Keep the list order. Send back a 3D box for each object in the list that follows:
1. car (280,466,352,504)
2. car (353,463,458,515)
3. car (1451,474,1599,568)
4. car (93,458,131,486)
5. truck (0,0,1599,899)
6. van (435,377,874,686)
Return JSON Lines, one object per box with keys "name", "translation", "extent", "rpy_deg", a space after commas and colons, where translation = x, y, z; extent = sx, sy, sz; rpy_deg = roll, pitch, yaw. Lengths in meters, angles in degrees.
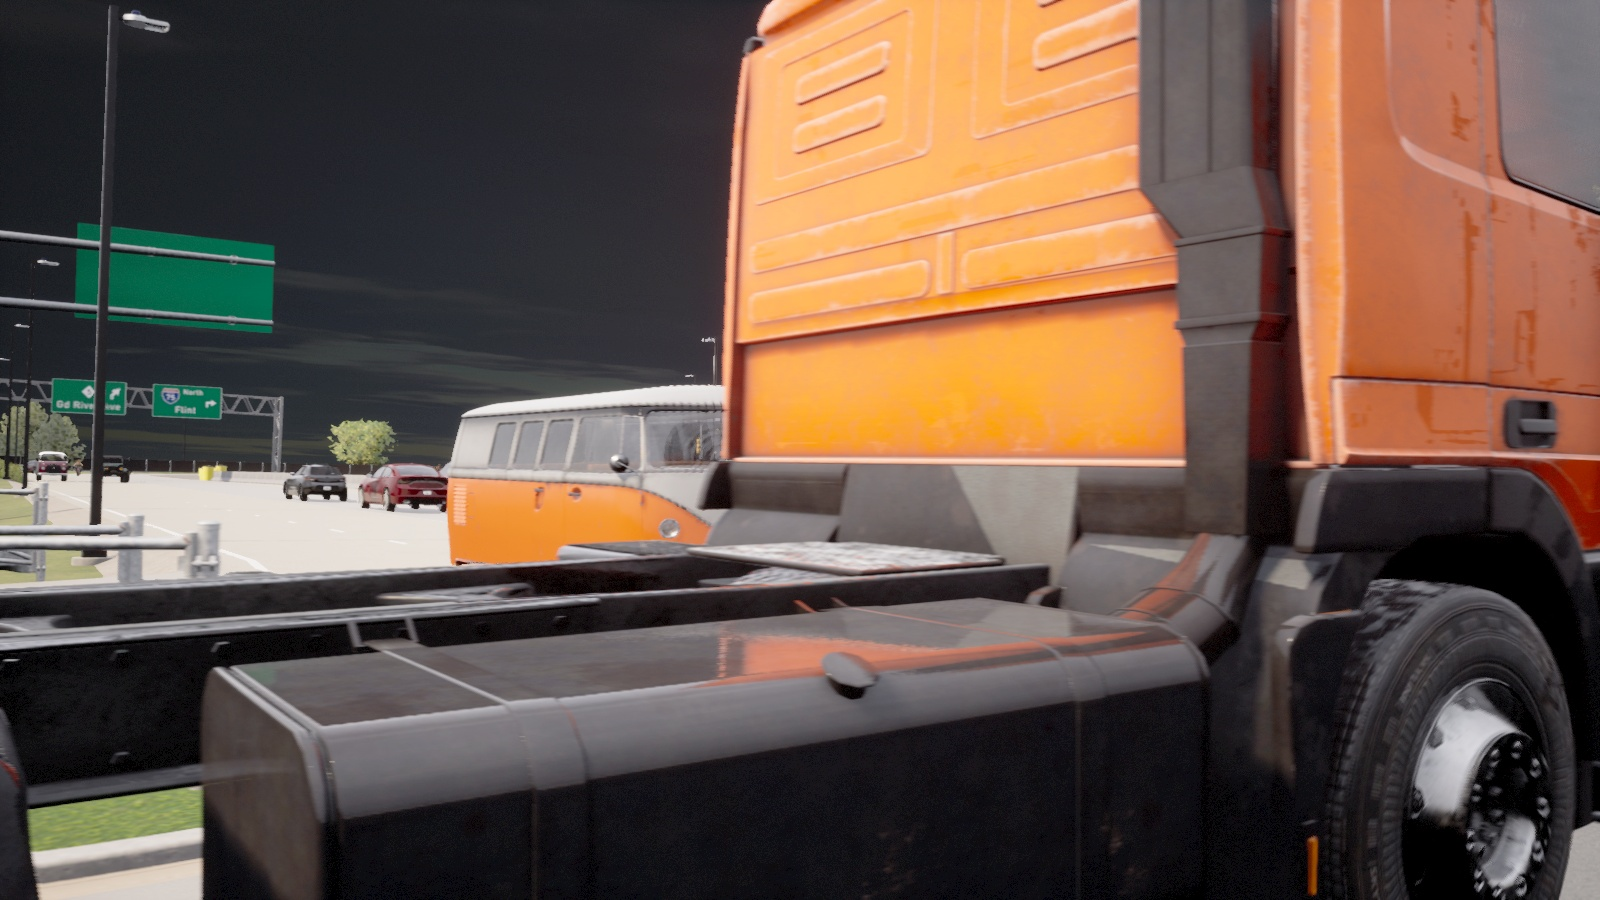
{"name": "car", "translation": [-19.578, 1.389, 50.677], "extent": [1.816, 1.474, 4.193], "rpy_deg": [2, -2, -33]}
{"name": "car", "translation": [-12.713, 1.223, 40.260], "extent": [1.882, 1.535, 5.008], "rpy_deg": [2, -2, -33]}
{"name": "car", "translation": [14.129, 1.229, 22.586], "extent": [4.902, 1.511, 2.128], "rpy_deg": [2, -2, -32]}
{"name": "car", "translation": [-47.608, 1.511, 86.876], "extent": [1.905, 1.878, 3.866], "rpy_deg": [2, -2, -33]}
{"name": "truck", "translation": [-0.922, -0.223, 3.085], "extent": [7.936, 3.462, 2.891], "rpy_deg": [0, 0, -35]}
{"name": "van", "translation": [-1.446, 0.527, 10.422], "extent": [1.775, 1.987, 4.442], "rpy_deg": [-1, 0, -34]}
